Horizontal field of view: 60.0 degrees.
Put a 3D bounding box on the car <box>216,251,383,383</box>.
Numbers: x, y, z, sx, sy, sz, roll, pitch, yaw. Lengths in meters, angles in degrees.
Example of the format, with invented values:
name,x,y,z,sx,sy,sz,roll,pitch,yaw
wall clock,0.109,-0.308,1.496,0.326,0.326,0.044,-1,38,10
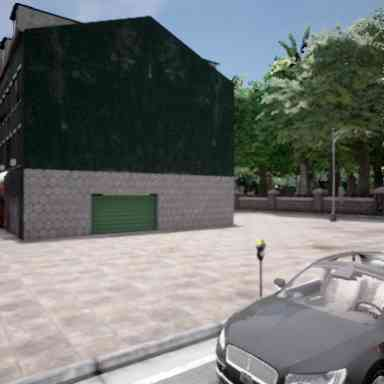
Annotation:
name,x,y,z,sx,sy,sz,roll,pitch,yaw
car,2.299,1.566,4.453,4.403,1.369,2.008,0,0,-36
